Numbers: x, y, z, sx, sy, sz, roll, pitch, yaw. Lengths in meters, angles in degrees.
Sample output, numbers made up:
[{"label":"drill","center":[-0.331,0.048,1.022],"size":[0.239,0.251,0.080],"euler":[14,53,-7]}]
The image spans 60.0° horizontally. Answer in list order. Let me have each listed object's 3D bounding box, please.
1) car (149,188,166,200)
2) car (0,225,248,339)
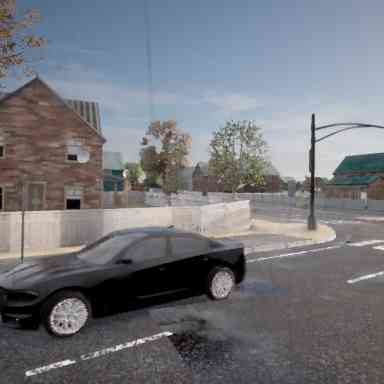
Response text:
[{"label":"car","center":[-6.515,0.335,61.647],"size":[2.150,2.045,5.566],"euler":[1,1,-21]},{"label":"car","center":[-1.095,1.481,6.756],"size":[5.008,1.535,1.882],"euler":[0,0,-35]}]
